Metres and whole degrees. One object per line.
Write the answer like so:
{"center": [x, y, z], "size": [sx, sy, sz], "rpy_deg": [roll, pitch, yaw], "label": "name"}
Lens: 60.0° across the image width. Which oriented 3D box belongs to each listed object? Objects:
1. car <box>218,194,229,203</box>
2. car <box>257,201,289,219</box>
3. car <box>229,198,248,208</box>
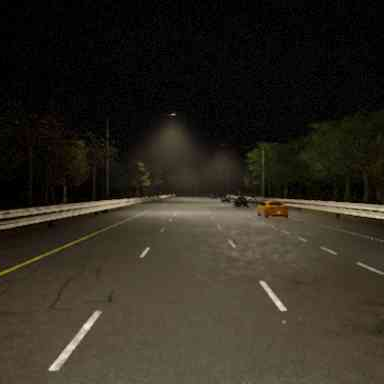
{"center": [7.168, 1.666, 71.159], "size": [1.895, 1.301, 4.718], "rpy_deg": [0, 0, 0], "label": "car"}
{"center": [7.015, 1.518, 29.269], "size": [1.882, 1.535, 5.008], "rpy_deg": [0, 0, 0], "label": "car"}
{"center": [7.073, 1.597, 49.085], "size": [1.837, 1.490, 4.892], "rpy_deg": [0, 0, 0], "label": "car"}
